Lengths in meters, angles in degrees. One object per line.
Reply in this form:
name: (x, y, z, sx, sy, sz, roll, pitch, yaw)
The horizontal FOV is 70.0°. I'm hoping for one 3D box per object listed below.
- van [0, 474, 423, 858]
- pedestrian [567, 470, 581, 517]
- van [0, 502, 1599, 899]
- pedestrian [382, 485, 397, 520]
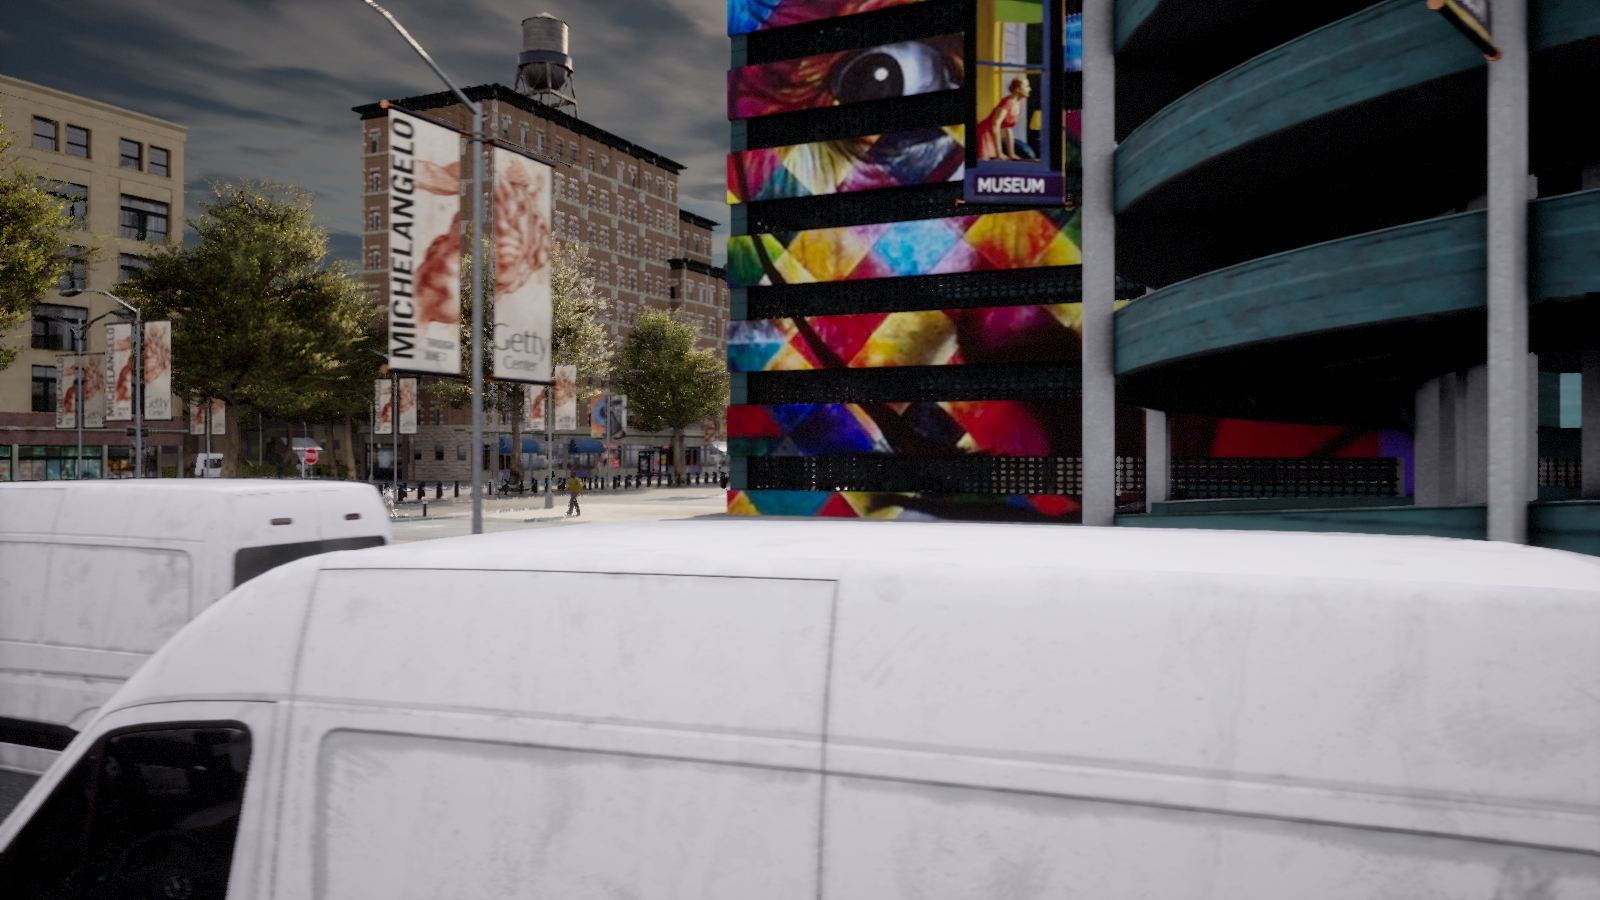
van: (-6.304, 1.537, 10.020, 5.915, 2.561, 1.988, 0, 0, 25)
pedestrian: (-8.901, 1.712, 45.057, 0.375, 1.860, 0.375, 0, 0, 39)
van: (-0.566, 1.536, 3.707, 5.915, 2.561, 1.988, 0, 0, 20)
pedestrian: (-15.616, 1.991, 43.460, 0.375, 1.300, 0.375, 0, 0, 29)
